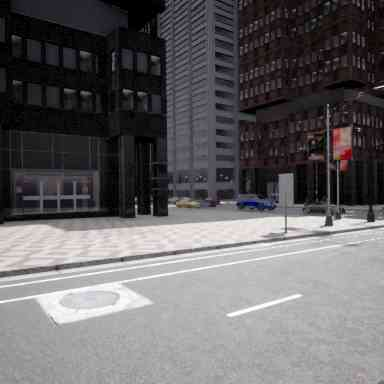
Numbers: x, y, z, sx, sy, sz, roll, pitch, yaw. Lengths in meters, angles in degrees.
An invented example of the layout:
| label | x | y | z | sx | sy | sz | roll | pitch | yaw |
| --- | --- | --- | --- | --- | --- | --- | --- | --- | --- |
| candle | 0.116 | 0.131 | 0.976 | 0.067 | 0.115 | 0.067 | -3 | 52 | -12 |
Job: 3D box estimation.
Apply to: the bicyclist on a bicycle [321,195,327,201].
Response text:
| label | x | y | z | sx | sy | sz | roll | pitch | yaw |
| --- | --- | --- | --- | --- | --- | --- | --- | --- | --- |
| bicyclist on a bicycle | 17.393 | 1.253 | 43.789 | 1.656 | 1.620 | 0.582 | -1 | 1 | -36 |

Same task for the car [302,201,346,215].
| label | x | y | z | sx | sy | sz | roll | pitch | yaw |
| --- | --- | --- | --- | --- | --- | --- | --- | --- | --- |
| car | 13.510 | 1.626 | 34.222 | 1.994 | 1.385 | 4.181 | -1 | 0 | -36 |

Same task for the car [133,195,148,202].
| label | x | y | z | sx | sy | sz | roll | pitch | yaw |
| --- | --- | --- | --- | --- | --- | --- | --- | --- | --- |
| car | -12.656 | 1.619 | 80.906 | 1.967 | 1.590 | 4.097 | -1 | 1 | -36 |

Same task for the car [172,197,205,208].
| label | x | y | z | sx | sy | sz | roll | pitch | yaw |
| --- | --- | --- | --- | --- | --- | --- | --- | --- | --- |
| car | -0.570 | 1.700 | 49.333 | 1.752 | 1.417 | 4.829 | -1 | 1 | -36 |

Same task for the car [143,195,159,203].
| label | x | y | z | sx | sy | sz | roll | pitch | yaw |
| --- | --- | --- | --- | --- | --- | --- | --- | --- | --- |
| car | -9.502 | 1.595 | 76.492 | 1.967 | 1.590 | 4.097 | -1 | 1 | -36 |

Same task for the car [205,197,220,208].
| label | x | y | z | sx | sy | sz | roll | pitch | yaw |
| --- | --- | --- | --- | --- | --- | --- | --- | --- | --- |
| car | 1.917 | 1.697 | 50.464 | 1.994 | 1.385 | 4.181 | -1 | 0 | -35 |

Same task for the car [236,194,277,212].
| label | x | y | z | sx | sy | sz | roll | pitch | yaw |
| --- | --- | --- | --- | --- | --- | --- | --- | --- | --- |
| car | 8.007 | 1.314 | 41.906 | 2.150 | 2.045 | 5.566 | -1 | 1 | -36 |

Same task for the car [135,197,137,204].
| label | x | y | z | sx | sy | sz | roll | pitch | yaw |
| --- | --- | --- | --- | --- | --- | --- | --- | --- | --- |
| car | -10.132 | 1.819 | 62.716 | 1.802 | 1.307 | 4.206 | -1 | 1 | -36 |

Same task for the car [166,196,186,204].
| label | x | y | z | sx | sy | sz | roll | pitch | yaw |
| --- | --- | --- | --- | --- | --- | --- | --- | --- | --- |
| car | -3.291 | 1.636 | 67.803 | 1.752 | 1.417 | 4.829 | -1 | 1 | -36 |

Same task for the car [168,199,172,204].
| label | x | y | z | sx | sy | sz | roll | pitch | yaw |
| --- | --- | --- | --- | --- | --- | --- | --- | --- | --- |
| car | -1.594 | 1.673 | 60.735 | 2.033 | 1.411 | 5.357 | -1 | 0 | -35 |

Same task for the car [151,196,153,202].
| label | x | y | z | sx | sy | sz | roll | pitch | yaw |
| --- | --- | --- | --- | --- | --- | --- | --- | --- | --- |
| car | -7.788 | 1.653 | 69.350 | 1.812 | 1.442 | 4.674 | -1 | 0 | -36 |

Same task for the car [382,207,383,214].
| label | x | y | z | sx | sy | sz | roll | pitch | yaw |
| --- | --- | --- | --- | --- | --- | --- | --- | --- | --- |
| car | 20.289 | 1.488 | 30.648 | 4.892 | 1.490 | 1.837 | -1 | 3 | 35 |

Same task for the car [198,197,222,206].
| label | x | y | z | sx | sy | sz | roll | pitch | yaw |
| --- | --- | --- | --- | --- | --- | --- | --- | --- | --- |
| car | 3.116 | 1.613 | 58.837 | 1.887 | 1.381 | 4.507 | -1 | 1 | -36 |
